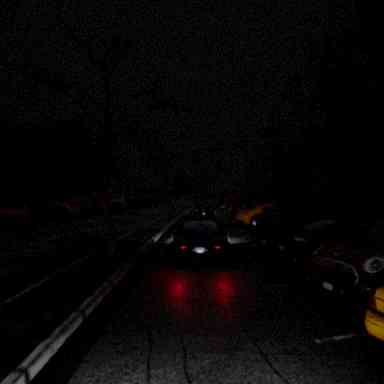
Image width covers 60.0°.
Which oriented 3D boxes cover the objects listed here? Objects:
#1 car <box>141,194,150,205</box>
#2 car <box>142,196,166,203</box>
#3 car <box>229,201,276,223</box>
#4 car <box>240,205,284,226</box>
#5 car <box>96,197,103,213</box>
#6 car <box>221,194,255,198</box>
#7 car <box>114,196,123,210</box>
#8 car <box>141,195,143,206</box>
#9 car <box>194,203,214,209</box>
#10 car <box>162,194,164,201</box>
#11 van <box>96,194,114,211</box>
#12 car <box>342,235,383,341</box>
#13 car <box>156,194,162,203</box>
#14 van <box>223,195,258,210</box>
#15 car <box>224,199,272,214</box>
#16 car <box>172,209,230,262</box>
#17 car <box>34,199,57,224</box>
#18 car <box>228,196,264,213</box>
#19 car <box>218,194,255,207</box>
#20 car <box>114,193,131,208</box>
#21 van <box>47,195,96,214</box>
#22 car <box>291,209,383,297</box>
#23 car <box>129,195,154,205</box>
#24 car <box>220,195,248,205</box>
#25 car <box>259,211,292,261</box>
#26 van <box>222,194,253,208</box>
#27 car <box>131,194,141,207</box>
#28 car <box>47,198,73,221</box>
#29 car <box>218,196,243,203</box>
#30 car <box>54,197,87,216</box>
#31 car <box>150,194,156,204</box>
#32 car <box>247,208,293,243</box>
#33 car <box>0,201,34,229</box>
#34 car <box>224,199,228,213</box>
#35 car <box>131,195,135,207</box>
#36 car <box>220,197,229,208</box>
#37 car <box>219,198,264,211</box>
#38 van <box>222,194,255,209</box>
[{"bbox_3d":[-10.696,1.404,57.171,5.566,2.045,2.435,-1,-1,-16],"label":"car"},{"bbox_3d":[-9.273,1.703,81.159,5.366,1.575,1.946,-1,0,-16],"label":"car"},{"bbox_3d":[5.382,1.550,22.394,5.008,1.535,2.097,1,0,-17],"label":"car"},{"bbox_3d":[5.176,1.563,16.487,4.792,1.488,2.163,1,0,-18],"label":"car"},{"bbox_3d":[-12.100,1.621,36.143,4.792,1.488,2.163,-1,0,-17],"label":"car"},{"bbox_3d":[6.073,1.332,34.262,5.566,2.045,2.435,1,0,-16],"label":"car"},{"bbox_3d":[-11.691,1.610,42.163,5.008,1.535,2.097,-1,-1,-16],"label":"car"},{"bbox_3d":[-10.884,1.676,54.169,4.792,1.488,2.163,-1,-1,-16],"label":"car"},{"bbox_3d":[1.202,1.699,32.314,1.895,1.301,4.718,0,0,3],"label":"car"},{"bbox_3d":[-9.508,1.748,75.186,4.674,1.452,2.002,-1,-1,-16],"label":"car"},{"bbox_3d":[-11.774,1.373,39.199,4.442,1.987,1.878,-1,-1,-16],"label":"van"},{"bbox_3d":[5.039,1.500,4.693,5.366,1.575,1.946,1,0,-19],"label":"car"},{"bbox_3d":[-9.720,1.702,72.168,5.008,1.535,2.097,-1,-1,-16],"label":"car"},{"bbox_3d":[6.691,1.391,46.094,4.442,1.987,1.878,1,0,-16],"label":"van"},{"bbox_3d":[6.204,1.621,37.208,4.792,1.488,2.163,1,0,-16],"label":"car"},{"bbox_3d":[0.307,1.563,12.244,1.812,1.442,4.674,0,0,2],"label":"car"},{"bbox_3d":[-12.759,1.553,24.116,4.892,1.521,2.231,-1,0,-17],"label":"car"},{"bbox_3d":[5.508,1.432,25.348,4.553,1.767,2.185,1,0,-17],"label":"car"},{"bbox_3d":[7.397,1.393,55.054,5.566,2.045,2.435,1,0,-16],"label":"car"},{"bbox_3d":[-11.523,1.368,45.150,5.566,2.045,2.435,-1,0,-16],"label":"car"},{"bbox_3d":[-12.152,1.354,33.186,4.442,1.987,1.878,-1,-1,-17],"label":"van"},{"bbox_3d":[4.941,1.384,7.596,4.553,1.767,2.185,1,0,-19],"label":"car"},{"bbox_3d":[-10.095,1.558,66.162,4.553,1.767,2.185,-1,0,-16],"label":"car"},{"bbox_3d":[7.720,1.535,60.979,4.553,1.767,2.185,1,0,-16],"label":"car"},{"bbox_3d":[4.963,1.516,10.552,5.008,1.535,2.097,1,0,-18],"label":"car"},{"bbox_3d":[7.067,1.408,52.038,4.442,1.987,1.878,1,0,-16],"label":"van"},{"bbox_3d":[-11.135,1.386,51.146,5.566,2.045,2.435,-1,0,-16],"label":"car"},{"bbox_3d":[-12.622,1.562,27.132,5.008,1.535,2.097,-1,-1,-17],"label":"car"},{"bbox_3d":[8.601,1.701,74.109,4.892,1.521,2.231,1,0,-16],"label":"car"},{"bbox_3d":[-12.617,1.571,30.081,5.366,1.575,1.946,-1,0,-17],"label":"car"},{"bbox_3d":[-10.304,1.423,63.173,5.566,2.045,2.435,-1,-1,-16],"label":"car"},{"bbox_3d":[5.020,1.554,13.496,4.792,1.488,2.163,1,0,-18],"label":"car"},{"bbox_3d":[-12.894,1.416,21.100,4.553,1.767,2.185,-1,0,-18],"label":"car"},{"bbox_3d":[5.689,1.567,28.320,4.892,1.521,2.231,1,0,-17],"label":"car"},{"bbox_3d":[-11.303,1.628,48.161,5.008,1.535,2.097,-1,-1,-16],"label":"car"},{"bbox_3d":[5.689,1.570,31.227,5.366,1.575,1.946,1,0,-17],"label":"car"},{"bbox_3d":[6.430,1.604,43.106,5.366,1.575,1.946,1,0,-16],"label":"car"},{"bbox_3d":[6.879,1.399,49.066,4.442,1.987,1.878,1,0,-16],"label":"van"}]
